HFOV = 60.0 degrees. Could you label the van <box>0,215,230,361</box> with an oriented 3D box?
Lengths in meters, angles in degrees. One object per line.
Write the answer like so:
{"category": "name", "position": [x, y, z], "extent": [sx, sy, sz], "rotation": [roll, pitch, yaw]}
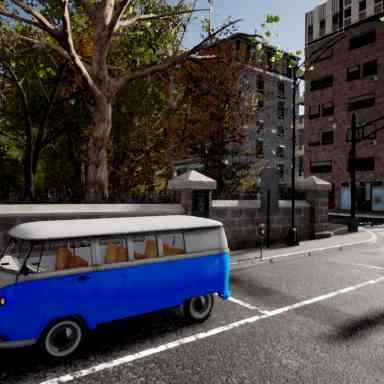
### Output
{"category": "van", "position": [-1.202, 1.342, 5.644], "extent": [3.998, 1.788, 1.690], "rotation": [0, 1, -36]}
